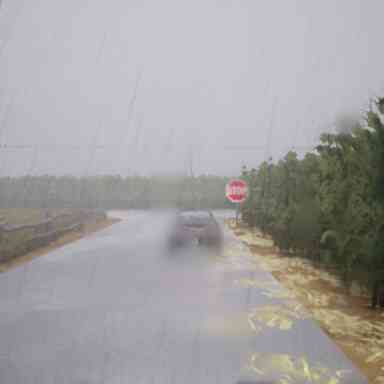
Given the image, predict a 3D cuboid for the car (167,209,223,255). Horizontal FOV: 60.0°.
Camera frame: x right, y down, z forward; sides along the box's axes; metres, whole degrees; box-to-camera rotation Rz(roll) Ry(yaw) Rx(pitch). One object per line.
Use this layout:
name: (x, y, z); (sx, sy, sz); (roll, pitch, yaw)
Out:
car: (0.119, 1.392, 12.768); (2.128, 1.511, 4.902); (0, 0, 1)

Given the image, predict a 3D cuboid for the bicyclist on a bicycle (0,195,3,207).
bicyclist on a bicycle: (-21.334, 1.167, 37.197); (0.582, 1.620, 1.656); (0, 1, 0)
